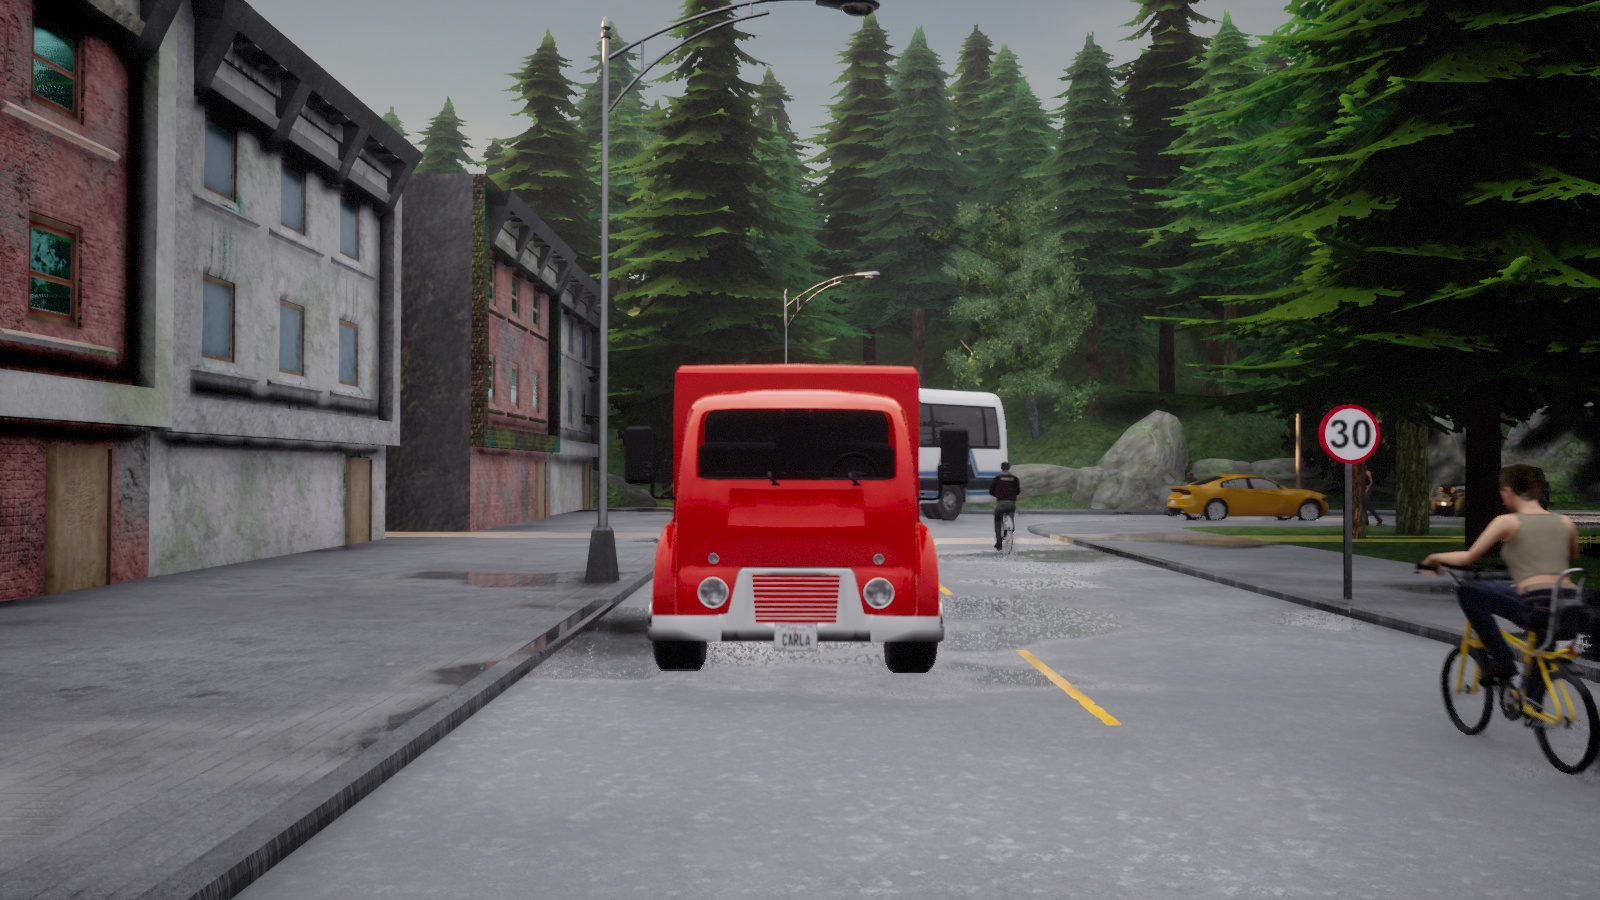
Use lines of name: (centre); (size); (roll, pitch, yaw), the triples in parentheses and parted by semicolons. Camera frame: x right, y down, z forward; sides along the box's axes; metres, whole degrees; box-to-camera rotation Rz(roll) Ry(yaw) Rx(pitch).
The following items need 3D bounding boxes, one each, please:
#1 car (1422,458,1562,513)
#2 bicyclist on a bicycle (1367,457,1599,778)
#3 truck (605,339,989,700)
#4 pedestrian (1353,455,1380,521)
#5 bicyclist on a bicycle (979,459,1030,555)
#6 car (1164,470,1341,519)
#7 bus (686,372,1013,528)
car: (24.393, 1.256, 44.371); (3.866, 1.878, 1.905); (0, -1, 0)
bicyclist on a bicycle: (3.981, 0.854, 7.083); (0.866, 1.612, 1.509); (0, -1, 0)
truck: (-0.030, 0.516, 11.220); (2.627, 2.467, 5.204); (0, -1, 0)
pedestrian: (15.876, 1.051, 35.210); (0.594, 1.836, 0.345); (0, -1, -1)
bicyclist on a bicycle: (3.938, 1.077, 24.315); (0.659, 1.776, 1.843); (0, -1, 0)
car: (14.475, 1.410, 40.314); (5.008, 1.535, 1.882); (0, -1, -4)
bus: (1.800, 0.090, 39.118); (10.273, 4.253, 3.944); (1, -2, -42)
